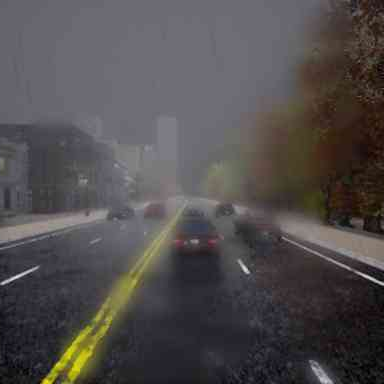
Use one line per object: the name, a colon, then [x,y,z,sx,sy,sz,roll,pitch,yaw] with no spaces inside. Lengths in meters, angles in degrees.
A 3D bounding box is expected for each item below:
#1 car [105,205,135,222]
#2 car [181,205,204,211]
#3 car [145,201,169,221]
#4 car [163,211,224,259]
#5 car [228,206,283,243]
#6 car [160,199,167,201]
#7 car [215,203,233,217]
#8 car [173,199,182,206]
car: [-6.531,1.934,31.063,2.033,1.411,5.357,0,-1,0]
car: [0.168,2.002,31.566,1.895,1.301,4.718,0,-1,0]
car: [-3.278,1.872,31.390,1.882,1.535,5.008,0,-1,0]
car: [0.123,1.717,13.280,2.033,1.411,5.357,0,-1,0]
car: [3.385,1.719,17.579,2.128,1.511,4.902,0,-1,0]
car: [-6.329,2.345,73.479,2.128,1.511,4.902,0,-1,0]
car: [3.427,1.920,34.590,1.882,1.535,5.008,0,-1,0]
car: [-3.078,2.348,73.471,1.812,1.442,4.674,0,-1,0]
